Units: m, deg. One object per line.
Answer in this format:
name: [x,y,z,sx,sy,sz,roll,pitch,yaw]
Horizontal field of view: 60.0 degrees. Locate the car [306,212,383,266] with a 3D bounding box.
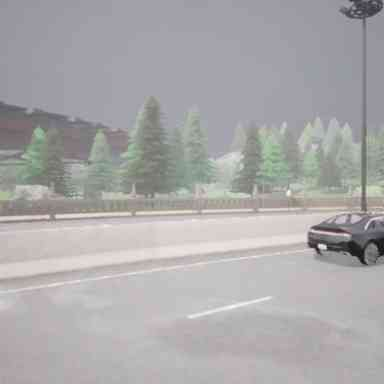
car: [6.098,1.456,11.303,4.902,1.511,2.128,0,0,-29]
